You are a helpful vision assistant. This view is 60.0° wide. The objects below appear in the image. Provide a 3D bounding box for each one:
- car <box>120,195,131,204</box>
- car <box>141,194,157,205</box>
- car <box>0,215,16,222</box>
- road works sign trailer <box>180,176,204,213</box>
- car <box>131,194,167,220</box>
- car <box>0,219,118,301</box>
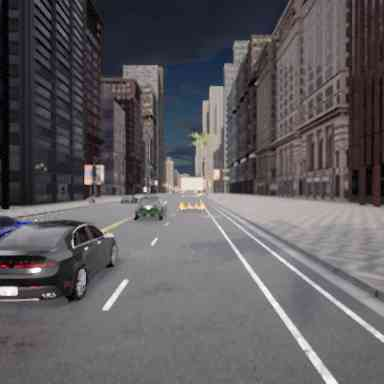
[{"bbox_3d":[-9.816,1.201,51.889,1.994,1.385,4.181,0,0,0],"label":"car"},{"bbox_3d":[-6.568,1.119,51.265,1.882,1.535,5.008,0,0,0],"label":"car"},{"bbox_3d":[-6.599,1.404,9.816,1.882,1.535,5.008,0,0,0],"label":"car"},{"bbox_3d":[-0.001,0.225,33.488,2.380,3.560,2.880,0,0,0],"label":"road works sign trailer"},{"bbox_3d":[-3.150,1.164,26.133,2.097,1.767,4.553,0,0,0],"label":"car"},{"bbox_3d":[-3.149,1.444,8.139,1.837,1.490,4.892,0,0,0],"label":"car"}]
